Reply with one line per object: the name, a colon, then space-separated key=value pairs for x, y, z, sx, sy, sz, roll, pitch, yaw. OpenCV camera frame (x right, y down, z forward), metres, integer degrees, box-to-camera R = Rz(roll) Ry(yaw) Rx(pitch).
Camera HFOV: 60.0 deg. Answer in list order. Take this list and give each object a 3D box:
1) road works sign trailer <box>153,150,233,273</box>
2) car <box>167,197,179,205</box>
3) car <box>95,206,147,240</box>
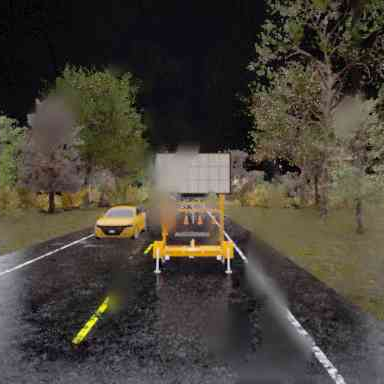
road works sign trailer: x=0.037 y=0.469 z=10.689 sx=2.380 sy=3.560 sz=2.880 roll=0 pitch=0 yaw=0
car: x=-3.395 y=1.621 z=59.579 sx=1.812 sy=1.442 sz=4.674 roll=0 pitch=0 yaw=1
car: x=-3.549 y=1.488 z=17.285 sx=1.882 sy=1.535 sz=5.008 roll=0 pitch=0 yaw=0
